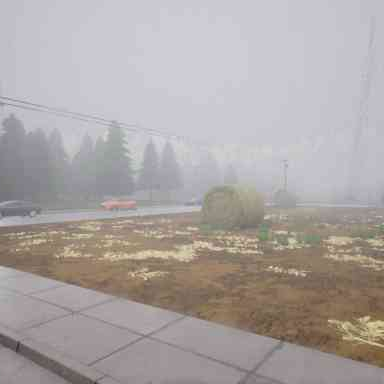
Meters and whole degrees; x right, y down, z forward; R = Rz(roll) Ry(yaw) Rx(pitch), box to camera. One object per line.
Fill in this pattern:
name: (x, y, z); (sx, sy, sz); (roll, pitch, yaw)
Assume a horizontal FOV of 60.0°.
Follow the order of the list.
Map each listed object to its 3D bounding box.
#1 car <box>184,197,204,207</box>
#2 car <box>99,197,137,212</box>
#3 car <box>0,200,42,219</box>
car: (0.813, 1.504, 51.345); (1.882, 1.535, 5.008); (0, 0, 37)
car: (-8.606, 1.379, 38.728); (2.097, 1.767, 4.553); (0, 0, 37)
car: (-15.742, 1.531, 29.112); (1.837, 1.490, 4.892); (0, 0, 37)
